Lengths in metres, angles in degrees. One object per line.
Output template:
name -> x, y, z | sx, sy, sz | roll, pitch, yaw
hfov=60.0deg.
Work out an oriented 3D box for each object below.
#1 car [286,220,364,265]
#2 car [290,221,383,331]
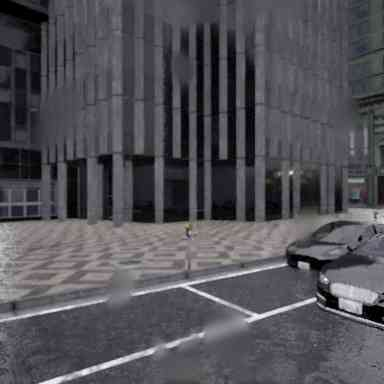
car -> 4.714, 1.552, 10.016 | 4.313, 1.339, 1.947 | 0, 0, -36
car -> 4.425, 1.481, 6.527 | 4.902, 1.511, 2.128 | 0, 0, -35
